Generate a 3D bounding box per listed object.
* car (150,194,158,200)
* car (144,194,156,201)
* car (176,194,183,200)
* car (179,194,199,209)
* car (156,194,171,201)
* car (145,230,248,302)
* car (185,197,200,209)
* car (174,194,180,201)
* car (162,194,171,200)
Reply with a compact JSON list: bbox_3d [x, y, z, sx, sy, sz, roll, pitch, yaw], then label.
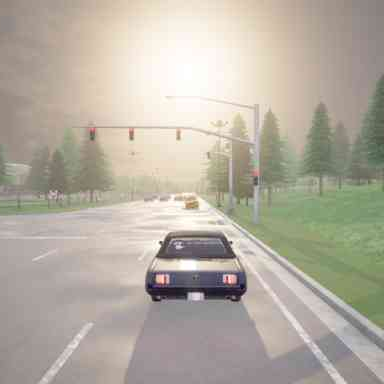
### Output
[{"bbox_3d":[-10.335,1.332,90.961,1.837,1.490,4.892,0,0,0],"label":"car"},{"bbox_3d":[-10.354,1.531,80.541,2.033,1.411,5.357,0,0,0],"label":"car"},{"bbox_3d":[-3.335,1.357,90.948,1.812,1.442,4.674,0,0,0],"label":"car"},{"bbox_3d":[-0.247,1.062,46.503,1.882,1.535,5.008,-10,16,-4],"label":"car"},{"bbox_3d":[-6.854,1.531,80.534,2.033,1.411,5.357,0,0,0],"label":"car"},{"bbox_3d":[0.094,1.601,8.234,1.895,1.301,4.718,0,0,0],"label":"car"},{"bbox_3d":[0.083,1.591,49.899,2.033,1.411,5.357,0,2,0],"label":"car"},{"bbox_3d":[-3.353,1.545,80.945,1.994,1.385,4.181,0,0,0],"label":"car"},{"bbox_3d":[-6.835,1.372,90.954,2.033,1.411,5.357,0,0,0],"label":"car"}]
